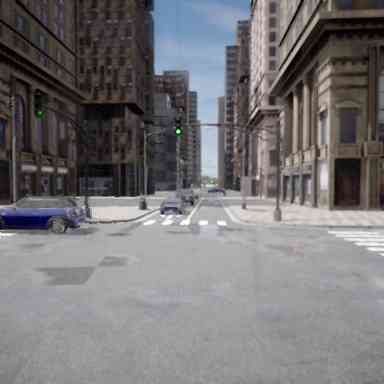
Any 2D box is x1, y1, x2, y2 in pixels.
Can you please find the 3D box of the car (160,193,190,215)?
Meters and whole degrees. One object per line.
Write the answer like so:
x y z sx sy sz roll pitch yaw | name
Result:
-1.555 1.116 28.916 2.033 1.411 5.357 0 1 3 | car

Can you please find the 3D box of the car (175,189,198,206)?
-0.818 0.596 41.948 2.150 2.045 5.566 0 1 3 | car

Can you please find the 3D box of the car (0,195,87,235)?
-7.515 0.992 15.971 4.553 1.767 2.097 0 2 3 | car
